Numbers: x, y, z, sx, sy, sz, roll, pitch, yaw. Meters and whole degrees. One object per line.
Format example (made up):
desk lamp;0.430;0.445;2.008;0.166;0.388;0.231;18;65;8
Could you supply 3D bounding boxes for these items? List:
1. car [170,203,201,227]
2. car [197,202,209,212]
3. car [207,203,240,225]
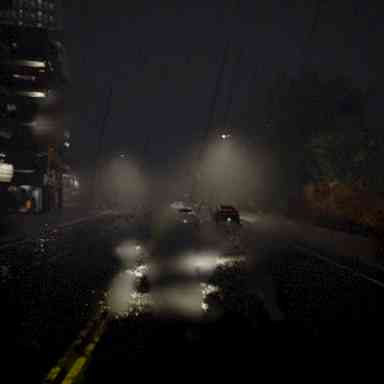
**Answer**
car;-0.577;1.827;25.233;1.812;1.442;4.674;0;0;-3
car;1.429;2.007;43.299;1.837;1.490;4.892;0;0;-5
car;2.601;1.814;26.726;1.837;1.490;4.892;0;-1;-3
